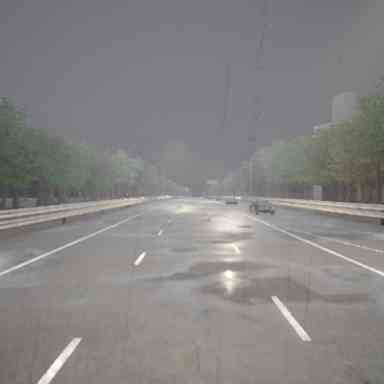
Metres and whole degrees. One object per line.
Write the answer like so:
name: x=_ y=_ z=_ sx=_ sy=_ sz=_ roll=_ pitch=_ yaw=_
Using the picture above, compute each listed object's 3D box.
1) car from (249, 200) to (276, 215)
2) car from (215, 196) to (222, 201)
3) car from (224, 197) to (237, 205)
car: x=7.020 y=1.560 z=33.644 sx=2.033 sy=1.411 sz=5.357 roll=0 pitch=0 yaw=0
car: x=7.169 y=1.790 z=90.031 sx=1.812 sy=1.442 sz=4.674 roll=0 pitch=-1 yaw=0
car: x=7.038 y=1.606 z=60.203 sx=1.994 sy=1.385 sz=4.181 roll=0 pitch=0 yaw=0
